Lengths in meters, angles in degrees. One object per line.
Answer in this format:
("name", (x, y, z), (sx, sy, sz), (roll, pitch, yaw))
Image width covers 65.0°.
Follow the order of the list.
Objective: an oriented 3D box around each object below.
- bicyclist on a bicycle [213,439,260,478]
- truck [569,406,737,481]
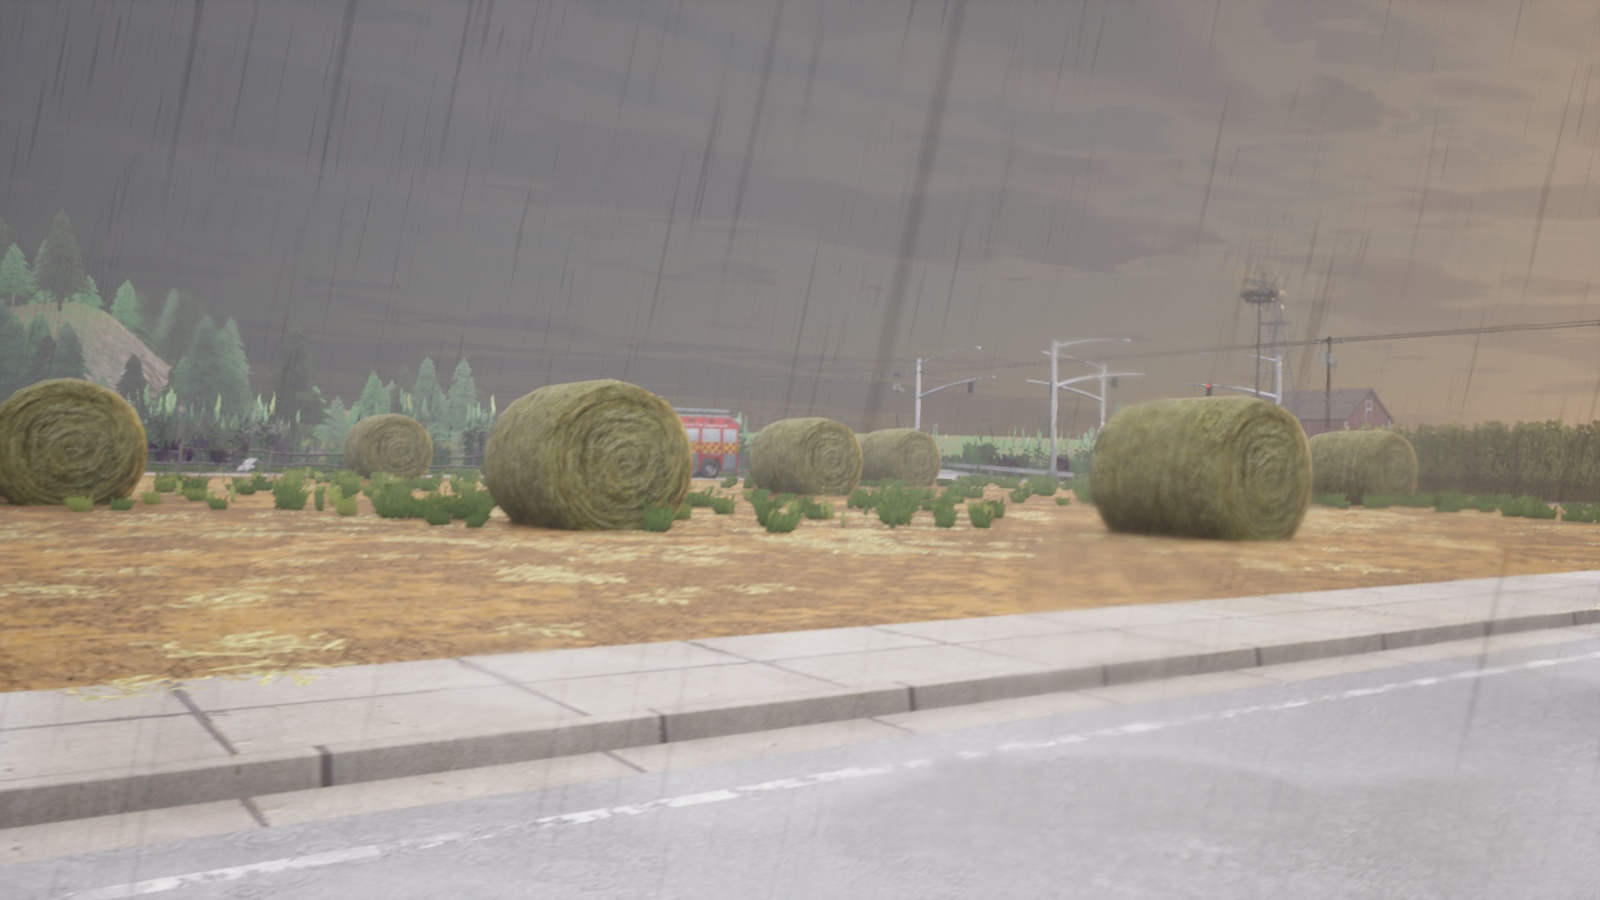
("bicyclist on a bicycle", (-25.602, 0.390, 57.092), (1.843, 1.776, 0.659), (1, 0, -31))
("truck", (-7.868, -0.298, 67.720), (8.468, 3.827, 2.891), (1, 0, -31))
